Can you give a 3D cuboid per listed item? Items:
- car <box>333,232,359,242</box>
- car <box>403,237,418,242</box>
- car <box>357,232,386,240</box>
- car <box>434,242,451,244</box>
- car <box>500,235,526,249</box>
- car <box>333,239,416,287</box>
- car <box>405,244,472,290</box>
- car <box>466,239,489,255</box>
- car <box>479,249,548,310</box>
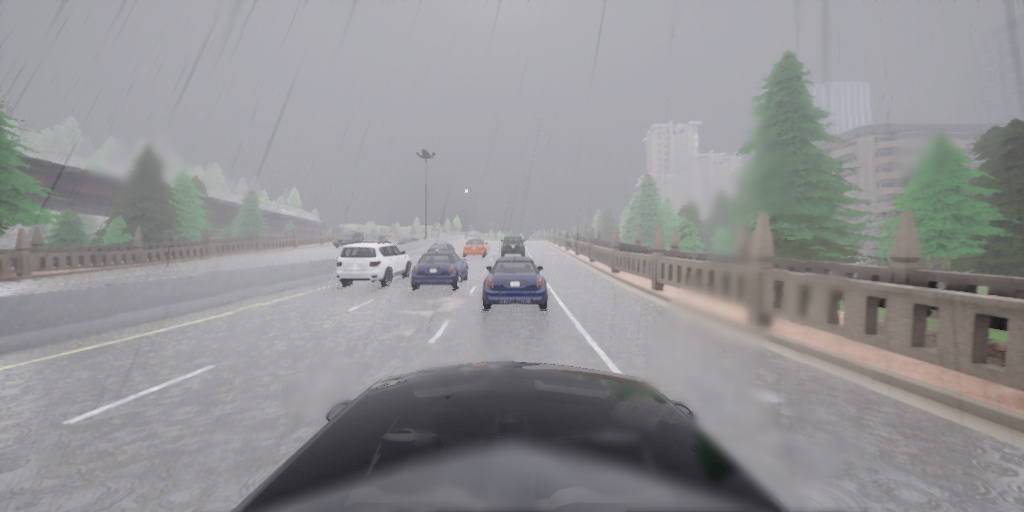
[{"bbox_3d":[-21.084,-2.081,46.682,2.150,2.045,5.566,0,5,0],"label":"car"},{"bbox_3d":[-14.077,-1.903,48.411,2.033,1.411,5.357,0,5,0],"label":"car"},{"bbox_3d":[-17.587,-1.899,46.107,2.097,1.767,4.553,0,5,0],"label":"car"},{"bbox_3d":[-6.906,-0.745,35.289,1.994,1.385,4.181,0,5,0],"label":"car"},{"bbox_3d":[0.095,-0.952,33.715,2.150,2.045,5.566,0,5,0],"label":"car"},{"bbox_3d":[-6.903,0.338,18.444,2.150,2.045,5.566,0,4,0],"label":"car"},{"bbox_3d":[-3.403,0.523,17.635,2.097,1.767,4.553,0,4,0],"label":"car"},{"bbox_3d":[-3.405,-0.883,34.429,2.097,1.767,4.553,0,5,0],"label":"car"},{"bbox_3d":[0.096,0.782,13.194,2.097,1.767,4.553,0,3,0],"label":"car"}]
